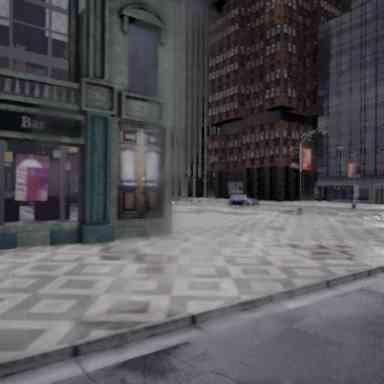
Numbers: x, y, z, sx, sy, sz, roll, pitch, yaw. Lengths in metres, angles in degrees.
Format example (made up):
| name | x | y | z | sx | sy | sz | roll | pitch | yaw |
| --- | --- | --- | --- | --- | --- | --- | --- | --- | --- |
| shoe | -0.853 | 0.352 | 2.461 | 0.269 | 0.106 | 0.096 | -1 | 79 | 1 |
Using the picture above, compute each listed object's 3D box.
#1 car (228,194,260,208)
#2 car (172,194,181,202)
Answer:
| name | x | y | z | sx | sy | sz | roll | pitch | yaw |
| --- | --- | --- | --- | --- | --- | --- | --- | --- | --- |
| car | 7.007 | 1.146 | 45.102 | 2.097 | 1.767 | 4.553 | 1 | 0 | -35 |
| car | -3.954 | 1.110 | 60.810 | 1.837 | 1.490 | 4.892 | 1 | 0 | -35 |
